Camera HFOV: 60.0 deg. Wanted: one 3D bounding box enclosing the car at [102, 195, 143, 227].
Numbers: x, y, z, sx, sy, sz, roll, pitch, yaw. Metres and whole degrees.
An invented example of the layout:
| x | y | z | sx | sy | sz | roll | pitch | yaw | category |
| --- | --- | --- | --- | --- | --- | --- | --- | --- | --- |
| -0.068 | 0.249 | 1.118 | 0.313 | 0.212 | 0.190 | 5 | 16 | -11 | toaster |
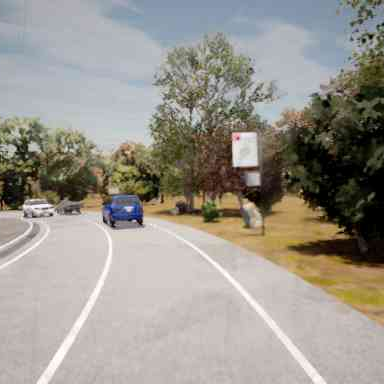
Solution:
| x | y | z | sx | sy | sz | roll | pitch | yaw | category |
| --- | --- | --- | --- | --- | --- | --- | --- | --- | --- |
| -5.039 | 1.285 | 23.697 | 2.150 | 2.045 | 5.566 | -2 | 0 | -22 | car |

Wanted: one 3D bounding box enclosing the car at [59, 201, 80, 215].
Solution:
| x | y | z | sx | sy | sz | roll | pitch | yaw | category |
| --- | --- | --- | --- | --- | --- | --- | --- | --- | --- |
| -14.989 | 1.914 | 39.927 | 1.837 | 1.490 | 4.892 | -4 | 1 | -39 | car |

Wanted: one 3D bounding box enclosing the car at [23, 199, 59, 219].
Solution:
| x | y | z | sx | sy | sz | roll | pitch | yaw | category |
| --- | --- | --- | --- | --- | --- | --- | --- | --- | --- |
| -17.331 | 1.819 | 37.428 | 2.150 | 2.045 | 5.566 | -4 | 1 | -40 | car |
